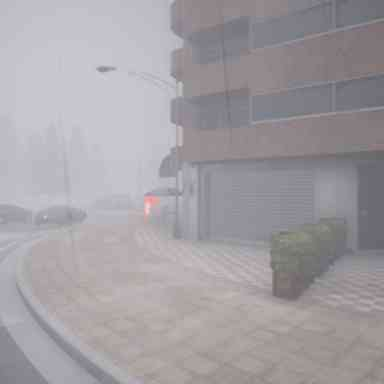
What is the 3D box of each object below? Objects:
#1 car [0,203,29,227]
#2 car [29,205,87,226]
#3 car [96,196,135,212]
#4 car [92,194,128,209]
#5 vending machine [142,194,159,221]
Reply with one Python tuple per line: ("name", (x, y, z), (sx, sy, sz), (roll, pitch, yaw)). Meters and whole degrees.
("car", (-12.937, 1.524, 22.830), (1.837, 1.490, 4.892), (-1, 0, 7))
("car", (-9.265, 1.594, 23.838), (1.994, 1.385, 4.181), (0, 0, 10))
("car", (-9.016, 1.596, 40.894), (1.812, 1.442, 4.674), (0, 0, 33))
("car", (-10.682, 1.299, 44.707), (2.150, 2.045, 5.566), (0, 0, 34))
("vending machine", (-3.413, 1.251, 27.288), (1.100, 2.100, 0.880), (0, 0, 24))
